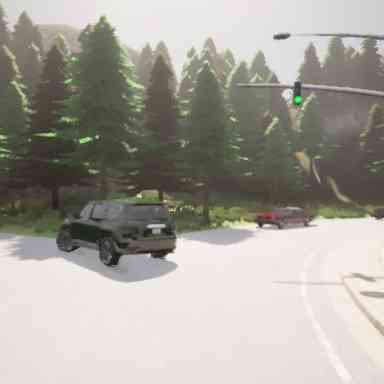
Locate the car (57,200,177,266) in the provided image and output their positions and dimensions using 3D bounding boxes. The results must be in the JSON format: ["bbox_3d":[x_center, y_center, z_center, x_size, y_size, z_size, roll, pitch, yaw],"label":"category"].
[{"bbox_3d":[-2.873,1.294,12.125,2.150,2.045,5.566,2,-2,-42],"label":"car"}]

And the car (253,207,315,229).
[{"bbox_3d":[6.350,1.716,22.821,4.718,1.301,1.895,0,0,-38],"label":"car"}]

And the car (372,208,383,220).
[{"bbox_3d":[17.953,1.621,28.431,5.008,1.535,1.882,0,0,-11],"label":"car"}]
